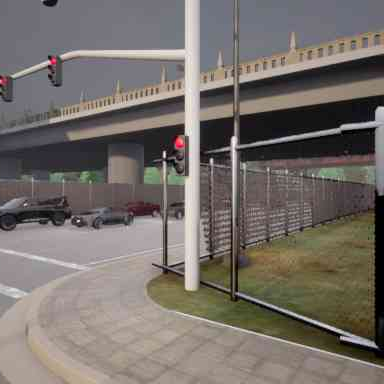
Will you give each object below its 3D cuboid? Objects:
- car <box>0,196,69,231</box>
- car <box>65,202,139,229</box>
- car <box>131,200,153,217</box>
[{"bbox_3d":[-10.616,1.277,21.658,2.150,2.045,5.566,0,0,36],"label":"car"},{"bbox_3d":[-5.897,1.619,22.254,1.994,1.385,4.181,0,0,35],"label":"car"},{"bbox_3d":[-4.941,1.533,29.660,1.882,1.535,5.008,0,0,35],"label":"car"}]
